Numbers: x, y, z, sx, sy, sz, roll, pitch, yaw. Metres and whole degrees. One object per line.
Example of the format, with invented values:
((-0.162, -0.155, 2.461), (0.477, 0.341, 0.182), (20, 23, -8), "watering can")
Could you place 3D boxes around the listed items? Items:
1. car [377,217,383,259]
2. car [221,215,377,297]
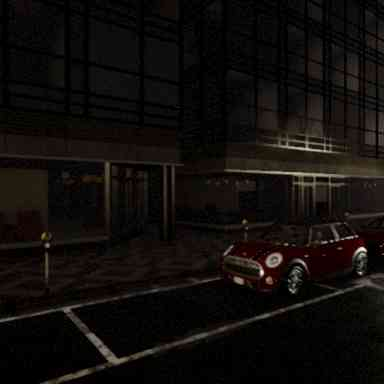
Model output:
((7.233, 1.552, 11.794), (4.507, 1.381, 1.887), (0, 0, -35), "car")
((2.669, 1.444, 8.547), (4.097, 1.590, 1.967), (0, 0, -35), "car")
